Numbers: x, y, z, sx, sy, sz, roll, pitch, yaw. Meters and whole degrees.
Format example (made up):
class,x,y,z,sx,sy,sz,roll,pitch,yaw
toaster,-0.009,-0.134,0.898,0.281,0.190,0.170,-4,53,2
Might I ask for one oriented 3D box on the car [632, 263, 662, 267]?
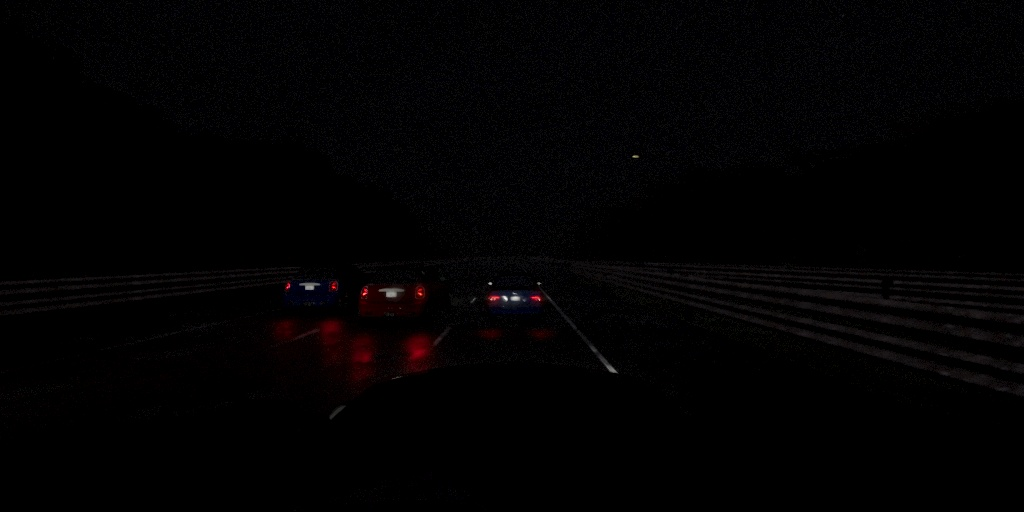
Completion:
class,x,y,z,sx,sy,sz,roll,pitch,yaw
car,11.891,1.343,32.492,2.163,1.488,4.792,0,0,-13

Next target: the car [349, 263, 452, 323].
class,x,y,z,sx,sy,sz,roll,pitch,yaw
car,-3.398,1.103,12.233,2.097,1.767,4.553,0,0,0

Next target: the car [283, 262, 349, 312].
class,x,y,z,sx,sy,sz,roll,pitch,yaw
car,-6.898,1.104,14.349,2.097,1.767,4.553,0,0,0

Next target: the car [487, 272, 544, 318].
class,x,y,z,sx,sy,sz,roll,pitch,yaw
car,0.102,1.299,13.017,2.033,1.411,5.357,0,0,0
